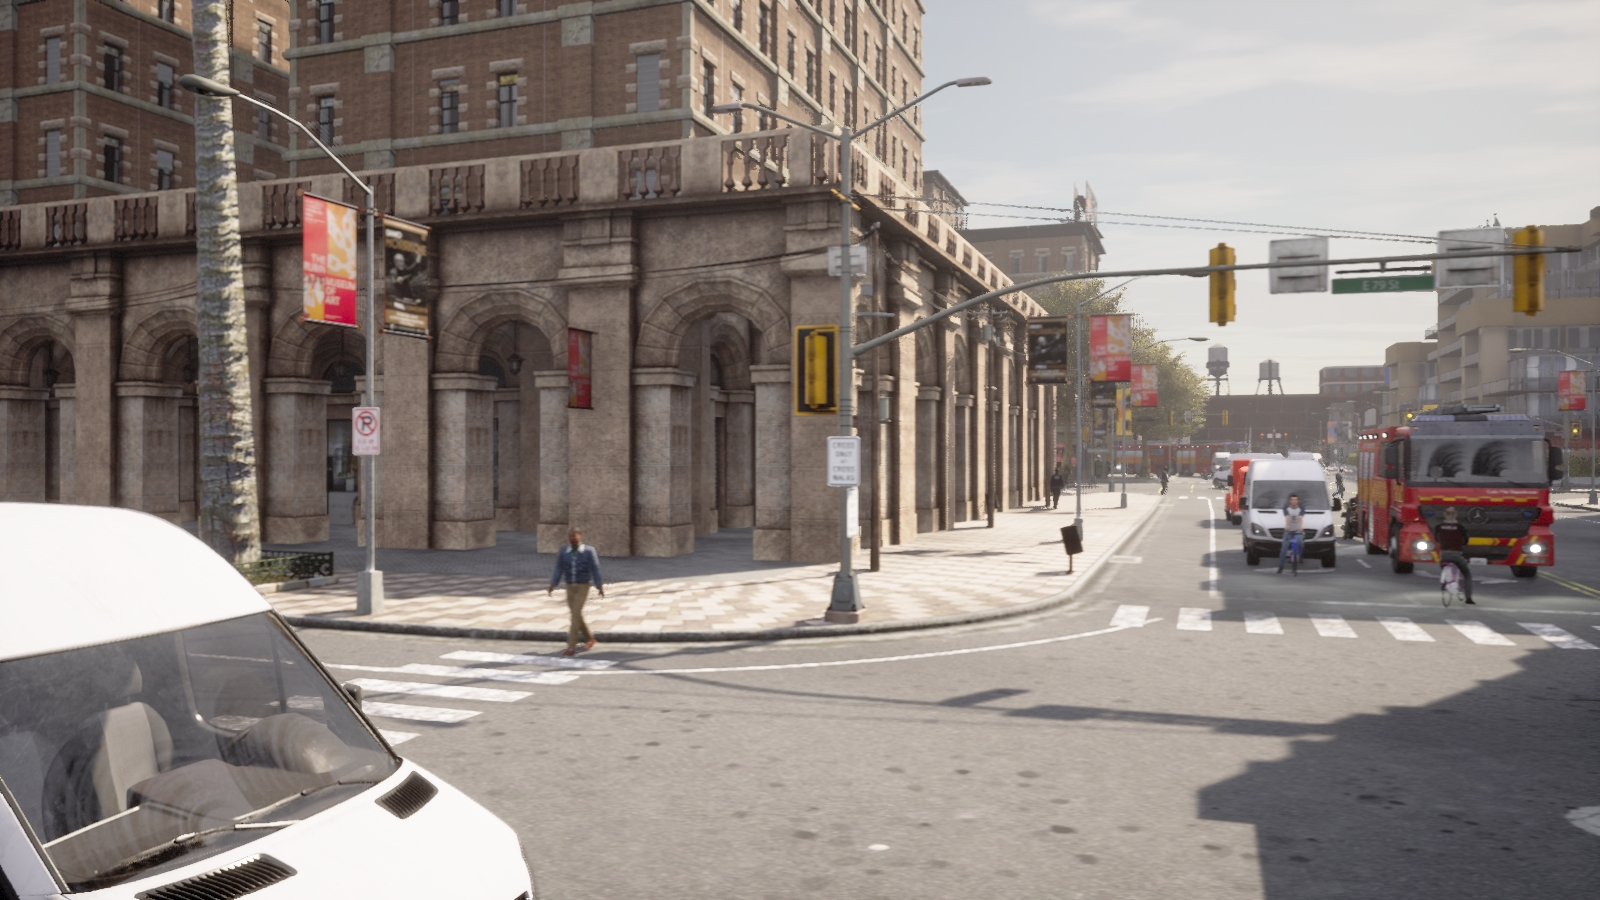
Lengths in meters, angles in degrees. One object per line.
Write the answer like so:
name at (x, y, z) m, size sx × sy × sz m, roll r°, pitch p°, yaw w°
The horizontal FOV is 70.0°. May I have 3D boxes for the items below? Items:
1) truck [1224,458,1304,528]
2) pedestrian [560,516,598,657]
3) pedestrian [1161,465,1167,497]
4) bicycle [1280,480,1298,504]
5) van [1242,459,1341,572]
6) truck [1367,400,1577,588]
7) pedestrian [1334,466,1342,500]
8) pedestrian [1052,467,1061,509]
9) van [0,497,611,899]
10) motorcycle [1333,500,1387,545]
truck at (17.669, 1.570, 43.744) m, size 2.627 × 2.467 × 5.204 m, roll 0°, pitch 0°, yaw 20°
pedestrian at (-3.014, 1.849, 15.581) m, size 0.375 × 1.860 × 0.375 m, roll 0°, pitch 0°, yaw 17°
pedestrian at (21.422, 1.843, 67.234) m, size 0.375 × 1.860 × 0.375 m, roll 0°, pitch 0°, yaw 19°
bicycle at (25.895, 2.210, 60.468) m, size 0.329 × 1.171 × 1.835 m, roll 0°, pitch 0°, yaw 42°
van at (12.544, 1.534, 29.485) m, size 1.988 × 2.561 × 5.915 m, roll 0°, pitch 0°, yaw 20°
truck at (15.890, 0.890, 27.724) m, size 2.891 × 3.827 × 8.468 m, roll 0°, pitch 0°, yaw 20°
pedestrian at (29.947, 1.848, 63.597) m, size 0.375 × 1.860 × 0.375 m, roll 0°, pitch 0°, yaw 22°
pedestrian at (11.425, 1.696, 50.919) m, size 0.375 × 1.860 × 0.375 m, roll 0°, pitch 0°, yaw 16°
van at (-3.979, 1.535, 5.066) m, size 5.915 × 2.561 × 1.988 m, roll 0°, pitch 0°, yaw 16°
motorcycle at (17.237, 2.205, 35.248) m, size 0.867 × 1.251 × 2.209 m, roll 0°, pitch 0°, yaw 8°
